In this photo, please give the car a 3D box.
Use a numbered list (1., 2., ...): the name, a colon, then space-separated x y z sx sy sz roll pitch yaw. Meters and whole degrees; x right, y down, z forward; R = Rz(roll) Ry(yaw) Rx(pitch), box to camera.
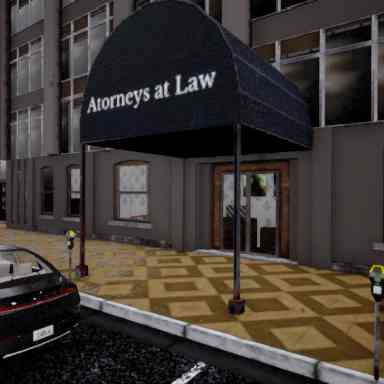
1. car: -3.658 1.552 5.491 4.403 1.369 2.008 0 0 36
